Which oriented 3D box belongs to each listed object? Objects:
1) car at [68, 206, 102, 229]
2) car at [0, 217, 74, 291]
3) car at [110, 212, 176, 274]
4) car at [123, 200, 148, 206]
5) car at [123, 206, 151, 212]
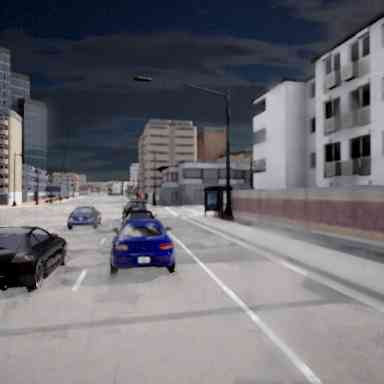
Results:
[{"bbox_3d":[-7.237,1.683,22.659,2.033,1.411,5.357,0,0,-11],"label":"car"},{"bbox_3d":[-4.744,1.623,9.067,1.994,1.385,4.181,0,0,-9],"label":"car"},{"bbox_3d":[-1.604,1.586,10.762,1.812,1.442,4.674,0,0,-9],"label":"car"},{"bbox_3d":[-4.931,1.512,28.888,2.097,1.767,4.553,0,0,-11],"label":"car"},{"bbox_3d":[-2.770,1.663,17.901,1.994,1.385,4.181,0,0,-10],"label":"car"}]
